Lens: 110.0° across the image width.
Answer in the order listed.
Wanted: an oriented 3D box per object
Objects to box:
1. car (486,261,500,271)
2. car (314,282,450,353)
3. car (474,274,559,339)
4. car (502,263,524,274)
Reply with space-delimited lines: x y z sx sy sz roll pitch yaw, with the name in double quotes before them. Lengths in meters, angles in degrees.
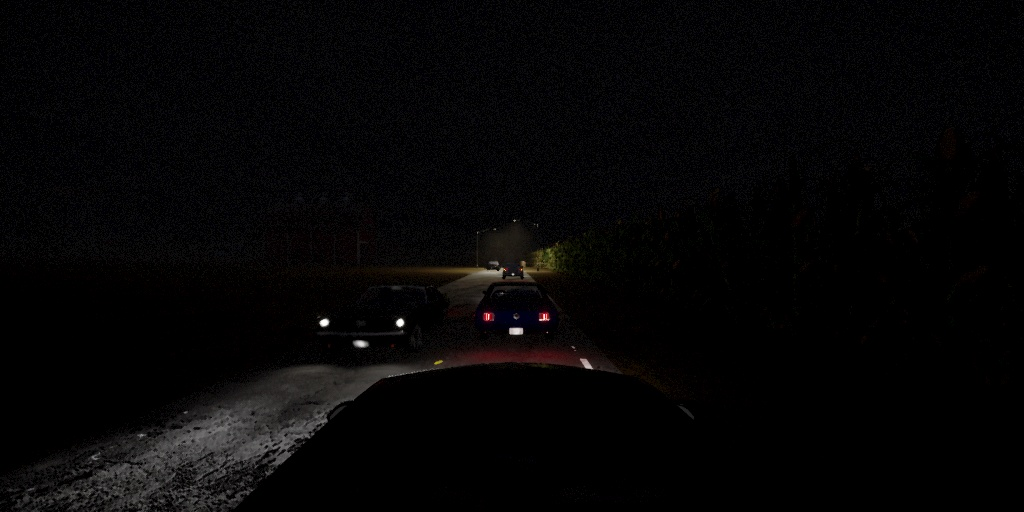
"car" -2.758 1.524 53.180 2.128 1.511 4.902 0 -1 0
"car" -2.852 1.354 8.972 1.895 1.301 4.718 0 0 0
"car" 0.097 1.356 10.037 1.895 1.301 4.718 0 0 0
"car" 0.095 1.331 32.600 1.812 1.442 4.674 0 0 0
